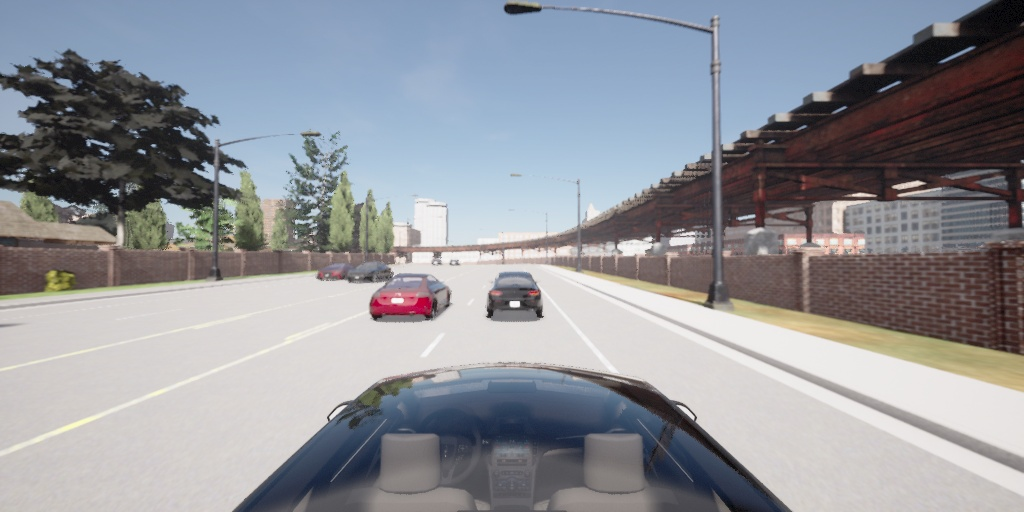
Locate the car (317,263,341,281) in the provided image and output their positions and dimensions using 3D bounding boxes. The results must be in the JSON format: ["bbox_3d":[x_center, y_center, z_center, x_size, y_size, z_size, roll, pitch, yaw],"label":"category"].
[{"bbox_3d":[-14.102,1.273,29.344,1.994,1.385,4.181,0,0,0],"label":"car"}]

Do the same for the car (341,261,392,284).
[{"bbox_3d":[-10.605,1.191,27.023,1.882,1.535,5.008,0,0,0],"label":"car"}]

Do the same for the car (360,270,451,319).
[{"bbox_3d":[-3.403,1.298,12.671,1.994,1.385,4.181,0,0,0],"label":"car"}]

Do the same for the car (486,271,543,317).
[{"bbox_3d":[0.082,1.260,12.956,1.812,1.442,4.674,0,0,0],"label":"car"}]
